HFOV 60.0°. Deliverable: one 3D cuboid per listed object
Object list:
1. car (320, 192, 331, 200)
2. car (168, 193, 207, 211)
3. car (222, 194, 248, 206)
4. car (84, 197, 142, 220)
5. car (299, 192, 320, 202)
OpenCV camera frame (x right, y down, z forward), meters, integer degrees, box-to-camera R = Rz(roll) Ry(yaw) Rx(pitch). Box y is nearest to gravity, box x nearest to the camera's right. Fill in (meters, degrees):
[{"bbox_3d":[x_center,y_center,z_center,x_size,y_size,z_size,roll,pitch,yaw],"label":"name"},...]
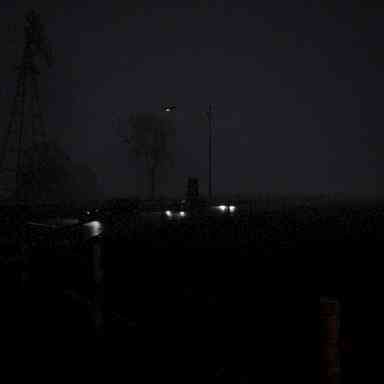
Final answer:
[{"bbox_3d":[24.707,0.710,62.577,1.994,1.385,4.181,1,1,36],"label":"car"},{"bbox_3d":[-0.350,0.924,33.614,2.097,1.767,4.553,1,2,35],"label":"car"},{"bbox_3d":[5.424,1.005,41.760,1.994,1.385,4.181,1,2,35],"label":"car"},{"bbox_3d":[-5.992,1.206,25.663,1.837,1.490,4.892,1,2,35],"label":"car"},{"bbox_3d":[18.910,0.801,54.393,1.812,1.442,4.674,1,1,35],"label":"car"}]
